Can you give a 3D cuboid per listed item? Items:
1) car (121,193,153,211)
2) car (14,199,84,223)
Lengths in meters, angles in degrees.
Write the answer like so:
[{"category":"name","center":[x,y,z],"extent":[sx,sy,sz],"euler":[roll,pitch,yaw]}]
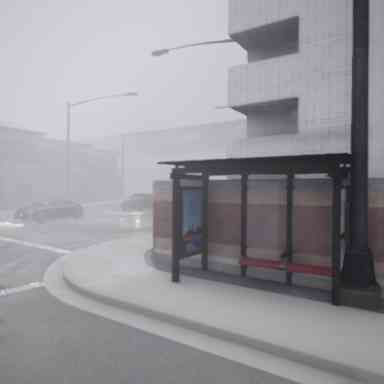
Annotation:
[{"category":"car","center":[-4.678,0.846,30.374],"extent":[1.812,1.442,4.674],"euler":[1,2,20]},{"category":"car","center":[-9.151,1.124,21.555],"extent":[1.994,1.385,4.181],"euler":[1,2,32]}]
